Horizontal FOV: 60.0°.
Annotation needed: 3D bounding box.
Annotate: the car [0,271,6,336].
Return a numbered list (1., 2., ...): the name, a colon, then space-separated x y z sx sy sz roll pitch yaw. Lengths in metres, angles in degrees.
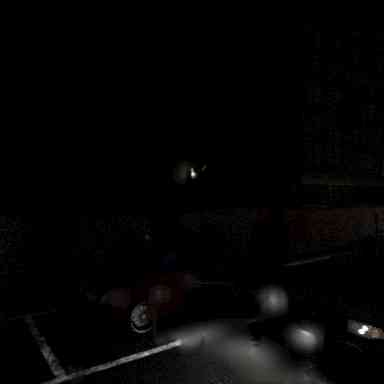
1. car: -4.685 1.311 3.304 5.009 1.841 2.192 0 0 -36

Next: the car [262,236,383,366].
1. car: 3.709 1.562 6.017 5.357 1.411 2.033 0 0 -36

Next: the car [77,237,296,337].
1. car: -0.064 1.591 6.602 4.206 1.307 1.802 0 0 -36
